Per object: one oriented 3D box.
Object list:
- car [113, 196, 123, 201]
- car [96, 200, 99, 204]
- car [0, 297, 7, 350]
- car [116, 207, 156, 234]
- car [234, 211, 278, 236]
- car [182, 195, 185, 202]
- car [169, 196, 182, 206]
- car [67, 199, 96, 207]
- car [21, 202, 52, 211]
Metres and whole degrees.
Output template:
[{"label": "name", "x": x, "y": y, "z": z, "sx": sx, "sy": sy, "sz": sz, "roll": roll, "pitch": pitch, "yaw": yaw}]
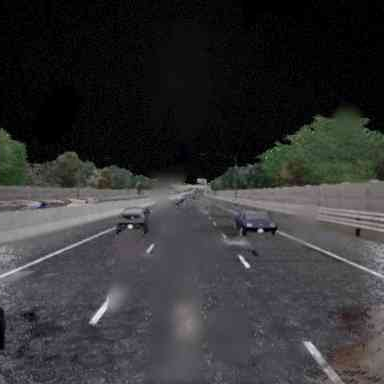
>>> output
[{"label": "car", "x": -17.467, "y": 1.676, "z": 78.655, "sx": 1.837, "sy": 1.490, "sz": 4.892, "roll": 0, "pitch": 0, "yaw": 0}, {"label": "car", "x": -20.971, "y": 2.065, "z": 69.345, "sx": 1.895, "sy": 1.301, "sz": 4.718, "roll": 0, "pitch": 0, "yaw": 0}, {"label": "car", "x": -3.399, "y": 1.515, "z": 2.520, "sx": 2.128, "sy": 1.511, "sz": 4.902, "roll": 0, "pitch": -1, "yaw": 0}, {"label": "car", "x": -3.391, "y": 1.683, "z": 20.698, "sx": 1.837, "sy": 1.490, "sz": 4.892, "roll": 0, "pitch": 0, "yaw": 0}, {"label": "car", "x": 3.609, "y": 1.770, "z": 19.689, "sx": 1.895, "sy": 1.301, "sz": 4.718, "roll": 0, "pitch": 0, "yaw": 0}, {"label": "car", "x": -3.463, "y": 2.089, "z": 86.073, "sx": 2.163, "sy": 1.488, "sz": 4.792, "roll": 0, "pitch": 0, "yaw": 0}, {"label": "car", "x": -3.473, "y": 1.995, "z": 64.043, "sx": 1.837, "sy": 1.490, "sz": 4.892, "roll": 0, "pitch": 0, "yaw": 0}, {"label": "car", "x": -14.049, "y": 1.820, "z": 41.835, "sx": 1.882, "sy": 1.535, "sz": 5.008, "roll": 0, "pitch": -1, "yaw": 0}, {"label": "car", "x": -17.564, "y": 1.838, "z": 37.806, "sx": 1.812, "sy": 1.442, "sz": 4.674, "roll": 0, "pitch": 0, "yaw": 0}]
